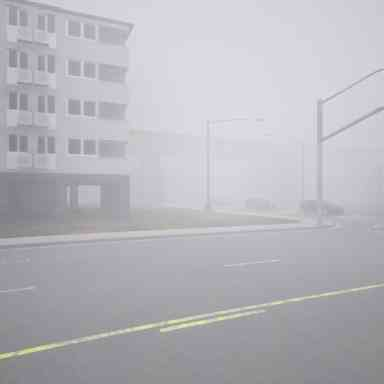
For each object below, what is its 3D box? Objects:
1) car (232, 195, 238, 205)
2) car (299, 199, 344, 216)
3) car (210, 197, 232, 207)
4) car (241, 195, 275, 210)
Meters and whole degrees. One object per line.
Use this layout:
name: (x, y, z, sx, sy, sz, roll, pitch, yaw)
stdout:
car: (6.501, 1.547, 57.963, 2.033, 1.411, 5.357, 0, 0, -10)
car: (12.926, 1.505, 33.439, 1.837, 1.490, 4.892, 0, 0, -25)
car: (4.161, 1.505, 52.948, 1.837, 1.490, 4.892, 0, 0, -18)
car: (8.626, 1.491, 42.631, 2.128, 1.511, 4.902, 0, 0, -25)
